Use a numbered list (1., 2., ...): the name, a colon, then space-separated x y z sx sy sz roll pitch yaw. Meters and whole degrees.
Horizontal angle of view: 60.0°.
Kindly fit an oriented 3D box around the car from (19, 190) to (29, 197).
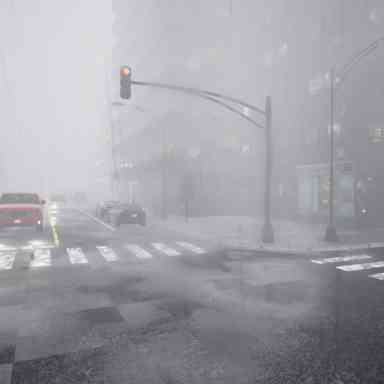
1. car: -36.950 0.389 73.269 1.887 1.381 4.507 1 0 -24

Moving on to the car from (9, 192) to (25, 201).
1. car: -27.802 0.727 52.951 1.947 1.339 4.313 1 0 -24

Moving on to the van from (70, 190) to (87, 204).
1. van: -15.566 0.731 46.197 1.690 1.788 3.998 1 0 -24

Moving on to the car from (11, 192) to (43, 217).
1. car: -13.195 0.960 26.872 2.097 1.767 4.553 1 1 -24

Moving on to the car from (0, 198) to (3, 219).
1. car: -14.079 1.183 22.475 1.887 1.381 4.507 1 0 -24

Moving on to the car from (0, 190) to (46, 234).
1. car: -9.175 0.972 17.824 2.150 2.045 5.566 1 0 -25

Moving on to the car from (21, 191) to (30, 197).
1. car: -39.238 0.347 78.347 1.802 1.307 4.206 1 0 -24

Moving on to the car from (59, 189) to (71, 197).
1. car: -29.287 0.229 76.672 2.192 1.841 5.009 1 0 -24

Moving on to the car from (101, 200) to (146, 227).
1. car: -4.136 1.354 20.800 1.947 1.339 4.313 1 0 -24

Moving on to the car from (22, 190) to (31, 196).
1. car: -41.525 0.268 83.427 1.802 1.307 4.206 1 0 -24

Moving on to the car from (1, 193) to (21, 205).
1. car: -23.228 0.886 42.792 1.947 1.339 4.313 1 0 -24

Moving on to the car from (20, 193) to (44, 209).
1. car: -17.268 0.956 36.083 2.128 1.511 4.902 1 1 -24

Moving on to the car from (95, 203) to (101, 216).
1. car: -6.423 1.290 25.880 1.802 1.307 4.206 1 0 -24

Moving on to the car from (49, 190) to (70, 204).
1. car: -18.546 0.827 46.226 1.882 1.535 5.008 1 1 -24
